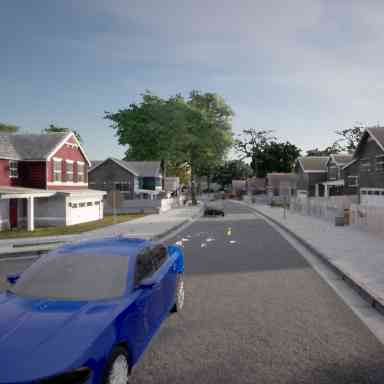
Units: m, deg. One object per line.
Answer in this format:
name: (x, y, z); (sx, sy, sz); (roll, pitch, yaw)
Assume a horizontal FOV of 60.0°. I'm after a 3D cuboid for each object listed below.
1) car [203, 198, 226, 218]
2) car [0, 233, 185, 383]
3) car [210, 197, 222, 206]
car: (2.131, 1.527, 30.965); (1.882, 1.535, 5.008); (0, 0, 6)
car: (-1.375, 1.483, 4.986); (1.882, 1.535, 5.008); (0, 0, 10)
car: (4.061, 1.636, 56.407); (1.994, 1.385, 4.181); (0, 0, 3)
